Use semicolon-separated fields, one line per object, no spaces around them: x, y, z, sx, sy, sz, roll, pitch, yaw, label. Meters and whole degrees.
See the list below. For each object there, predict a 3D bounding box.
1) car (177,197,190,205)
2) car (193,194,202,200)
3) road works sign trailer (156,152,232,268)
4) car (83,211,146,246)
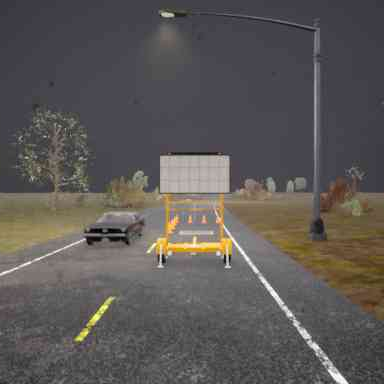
-1.494;1.587;57.491;1.895;1.301;4.718;0;0;4;car
1.607;1.212;91.287;2.150;2.045;5.566;0;0;6;car
0.088;0.463;11.274;2.380;3.560;2.880;0;0;1;road works sign trailer
-3.407;1.599;15.411;1.895;1.301;4.718;0;0;1;car
